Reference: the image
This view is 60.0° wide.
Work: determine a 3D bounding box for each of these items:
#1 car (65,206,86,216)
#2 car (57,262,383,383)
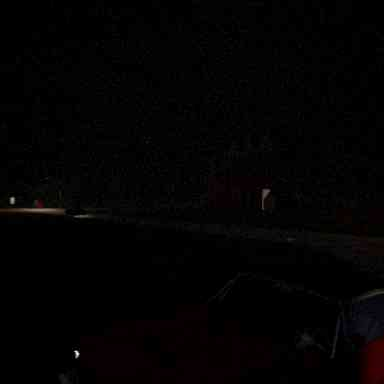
[{"bbox_3d":[-17.789,2.806,50.553,2.033,1.411,5.357,2,-2,-36],"label":"car"},{"bbox_3d":[1.102,1.607,3.730,4.718,1.301,1.895,0,0,-35],"label":"car"}]
